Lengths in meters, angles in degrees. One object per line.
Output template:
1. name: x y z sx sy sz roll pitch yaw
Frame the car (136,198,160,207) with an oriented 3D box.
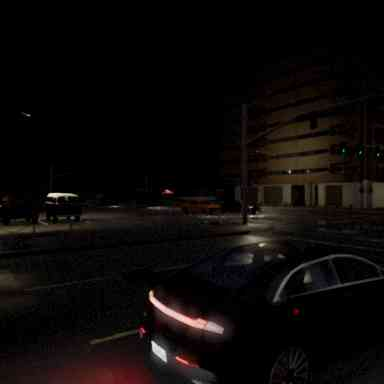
1. car: -6.840 1.646 51.679 1.895 1.301 4.718 0 0 -34

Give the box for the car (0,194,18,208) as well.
1. car: -31.338 1.207 56.608 1.932 1.855 4.605 0 0 -34

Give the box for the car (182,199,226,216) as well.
1. car: 0.896 1.524 34.092 1.882 1.535 5.008 0 0 -34

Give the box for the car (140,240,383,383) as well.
1. car: 1.656 1.490 4.920 4.902 1.511 2.128 0 0 -34

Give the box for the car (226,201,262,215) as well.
1. car: 4.802 1.592 34.575 2.033 1.411 5.357 0 0 -34

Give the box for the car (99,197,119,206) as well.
1. car: -14.003 1.595 56.052 2.033 1.411 5.357 0 0 -34
